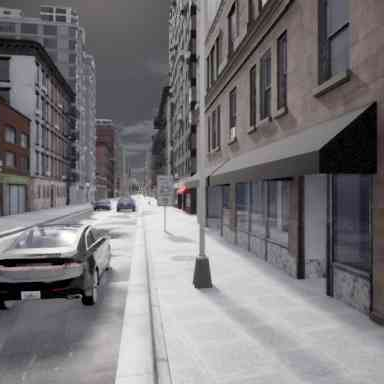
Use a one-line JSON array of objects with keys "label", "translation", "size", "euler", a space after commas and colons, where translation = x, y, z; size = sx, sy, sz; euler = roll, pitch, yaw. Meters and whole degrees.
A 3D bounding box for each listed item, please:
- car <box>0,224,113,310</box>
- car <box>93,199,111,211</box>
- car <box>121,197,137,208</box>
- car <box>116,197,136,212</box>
[{"label": "car", "translation": [-3.030, 1.496, 7.893], "size": [2.128, 1.511, 4.902], "euler": [0, 0, -9]}, {"label": "car", "translation": [-11.324, 1.597, 42.339], "size": [2.033, 1.411, 5.357], "euler": [0, 0, -9]}, {"label": "car", "translation": [-9.432, 1.553, 49.845], "size": [2.128, 1.511, 4.902], "euler": [0, 0, -9]}, {"label": "car", "translation": [-7.865, 1.395, 39.966], "size": [2.097, 1.767, 4.553], "euler": [0, 0, -8]}]
